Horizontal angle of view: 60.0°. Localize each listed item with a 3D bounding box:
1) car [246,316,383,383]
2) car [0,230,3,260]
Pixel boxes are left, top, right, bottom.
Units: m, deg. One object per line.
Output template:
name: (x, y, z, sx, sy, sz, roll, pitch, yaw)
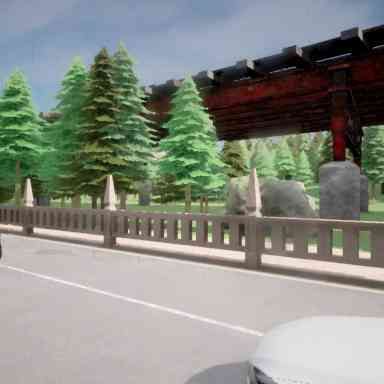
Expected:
car: (2.608, 1.526, 2.130, 4.674, 1.442, 1.812, -1, 0, 36)
car: (-7.568, 1.224, 9.408, 5.566, 2.045, 2.150, 0, 0, 35)
